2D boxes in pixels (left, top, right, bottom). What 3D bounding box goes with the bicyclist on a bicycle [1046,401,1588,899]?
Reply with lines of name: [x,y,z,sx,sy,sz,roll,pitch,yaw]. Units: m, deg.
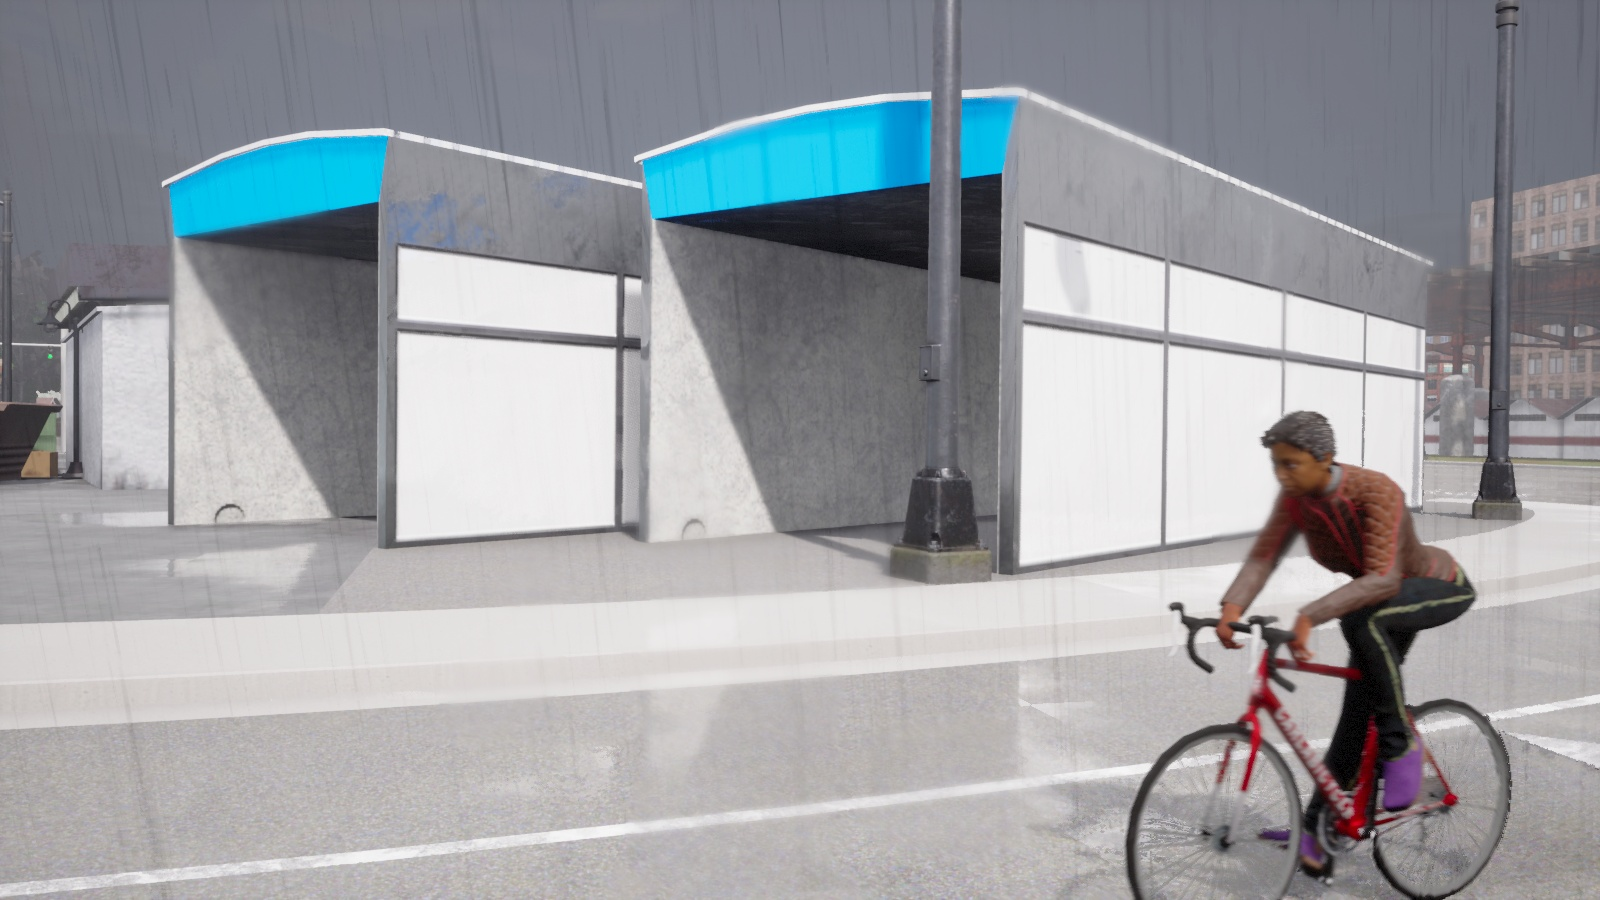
bicyclist on a bicycle: [1.643,0.668,3.944,1.656,1.620,0.582,-1,1,-25]
